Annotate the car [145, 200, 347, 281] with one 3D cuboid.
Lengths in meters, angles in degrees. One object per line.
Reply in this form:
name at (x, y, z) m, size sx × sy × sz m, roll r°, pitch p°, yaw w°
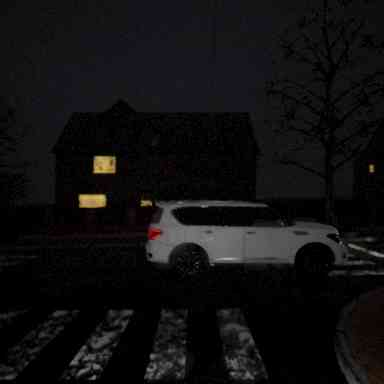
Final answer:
car at (1.446, 1.258, 9.675) m, size 5.566 × 2.045 × 2.150 m, roll 0°, pitch 0°, yaw 0°
